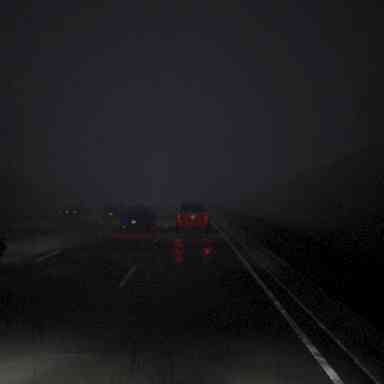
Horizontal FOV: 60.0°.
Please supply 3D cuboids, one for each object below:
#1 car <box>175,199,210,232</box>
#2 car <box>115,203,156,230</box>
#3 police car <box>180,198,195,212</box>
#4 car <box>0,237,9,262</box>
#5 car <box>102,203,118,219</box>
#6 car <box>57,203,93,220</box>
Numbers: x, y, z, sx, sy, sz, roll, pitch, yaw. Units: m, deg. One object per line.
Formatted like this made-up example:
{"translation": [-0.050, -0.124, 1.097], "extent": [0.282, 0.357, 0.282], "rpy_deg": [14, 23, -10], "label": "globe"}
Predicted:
{"translation": [0.020, 1.493, 21.424], "extent": [2.097, 1.767, 4.553], "rpy_deg": [0, 0, -1], "label": "car"}
{"translation": [-3.477, 1.624, 22.067], "extent": [1.882, 1.535, 5.008], "rpy_deg": [0, 0, -1], "label": "car"}
{"translation": [-0.693, 1.727, 45.811], "extent": [1.930, 1.638, 5.238], "rpy_deg": [0, 0, -2], "label": "police car"}
{"translation": [-6.900, 1.661, 8.698], "extent": [1.895, 1.301, 4.718], "rpy_deg": [0, 0, 0], "label": "car"}
{"translation": [-7.193, 1.734, 31.343], "extent": [1.812, 1.442, 4.674], "rpy_deg": [0, 0, -2], "label": "car"}
{"translation": [-10.659, 1.753, 30.646], "extent": [2.033, 1.411, 5.357], "rpy_deg": [0, 0, -2], "label": "car"}
